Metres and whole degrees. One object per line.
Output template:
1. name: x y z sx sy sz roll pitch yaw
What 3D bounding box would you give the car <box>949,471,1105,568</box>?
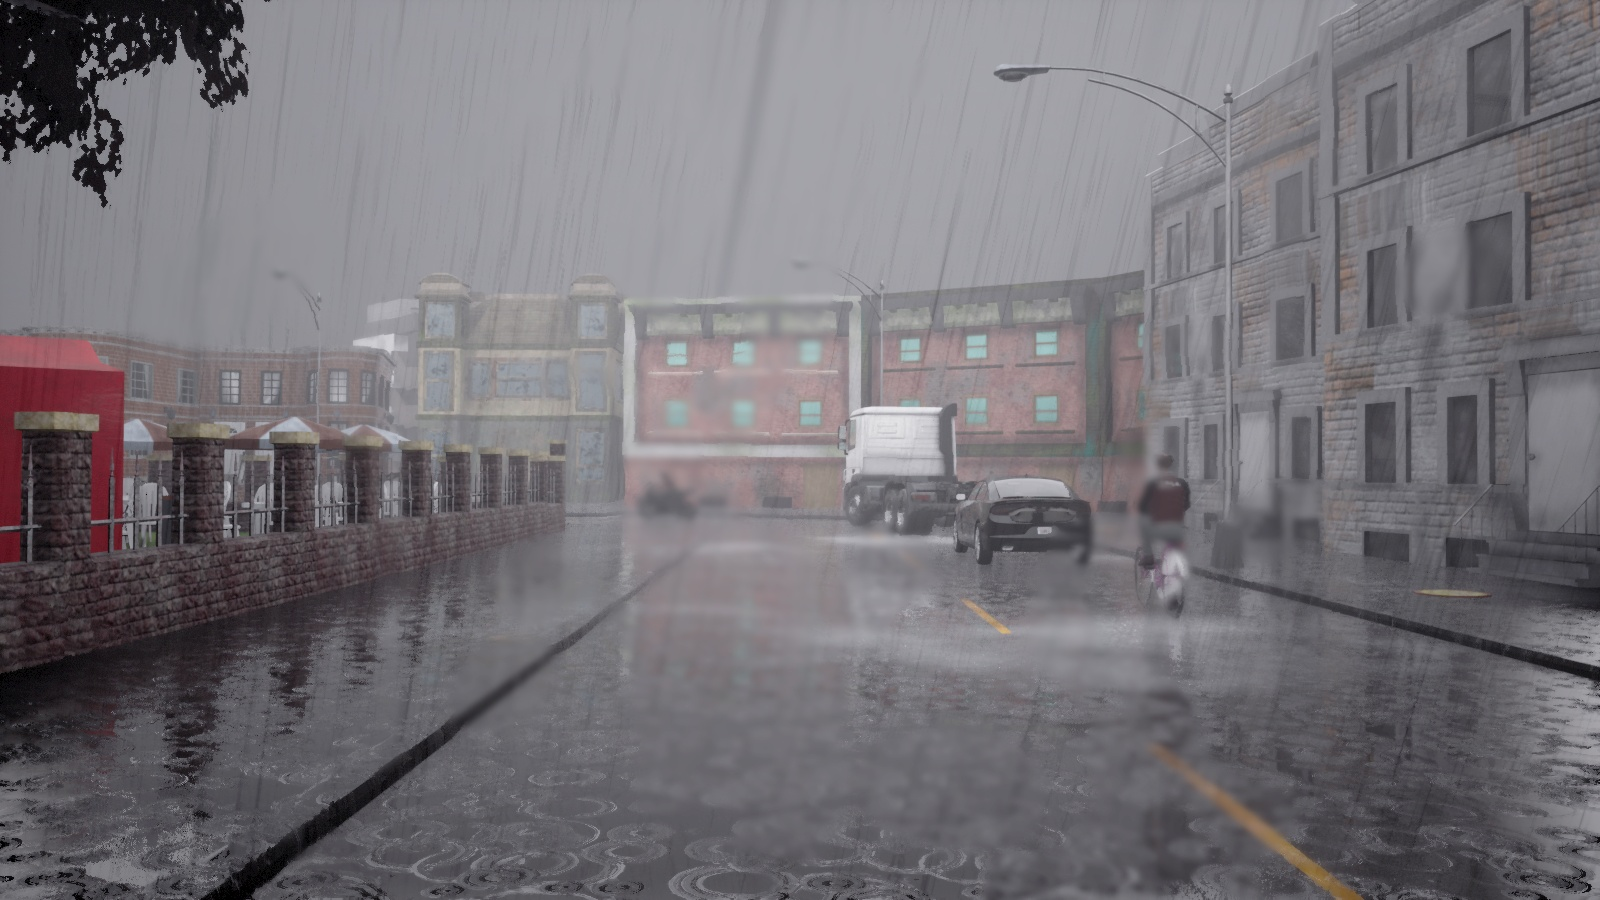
1. car: 3.937 1.156 22.648 1.882 1.535 5.008 0 -1 0

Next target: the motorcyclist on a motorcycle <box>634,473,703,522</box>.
1. motorcyclist on a motorcycle: -4.164 1.482 39.784 2.044 1.523 0.797 -1 -1 17

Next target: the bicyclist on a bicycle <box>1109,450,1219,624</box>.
1. bicyclist on a bicycle: 3.961 0.901 13.811 0.659 1.776 1.843 0 -1 0

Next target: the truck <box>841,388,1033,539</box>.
1. truck: 3.311 0.372 32.900 2.891 3.462 7.936 0 -1 -10
